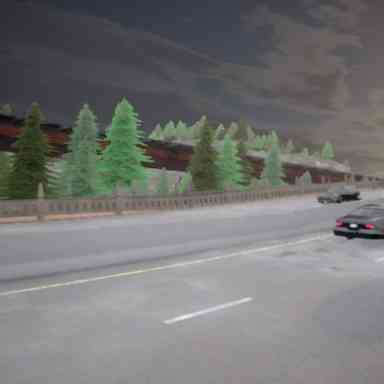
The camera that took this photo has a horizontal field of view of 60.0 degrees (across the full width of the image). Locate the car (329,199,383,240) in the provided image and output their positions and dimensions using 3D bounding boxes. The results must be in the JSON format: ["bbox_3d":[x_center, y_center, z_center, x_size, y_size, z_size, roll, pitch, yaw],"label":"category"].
[{"bbox_3d":[8.020,1.163,13.770,5.357,1.411,2.033,-4,2,-35],"label":"car"}]

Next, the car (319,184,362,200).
[{"bbox_3d":[16.761,-0.011,37.439,4.902,1.511,2.128,-4,2,-35],"label":"car"}]

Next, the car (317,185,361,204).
[{"bbox_3d":[13.719,0.184,30.977,4.553,1.767,2.097,-4,2,-35],"label":"car"}]
